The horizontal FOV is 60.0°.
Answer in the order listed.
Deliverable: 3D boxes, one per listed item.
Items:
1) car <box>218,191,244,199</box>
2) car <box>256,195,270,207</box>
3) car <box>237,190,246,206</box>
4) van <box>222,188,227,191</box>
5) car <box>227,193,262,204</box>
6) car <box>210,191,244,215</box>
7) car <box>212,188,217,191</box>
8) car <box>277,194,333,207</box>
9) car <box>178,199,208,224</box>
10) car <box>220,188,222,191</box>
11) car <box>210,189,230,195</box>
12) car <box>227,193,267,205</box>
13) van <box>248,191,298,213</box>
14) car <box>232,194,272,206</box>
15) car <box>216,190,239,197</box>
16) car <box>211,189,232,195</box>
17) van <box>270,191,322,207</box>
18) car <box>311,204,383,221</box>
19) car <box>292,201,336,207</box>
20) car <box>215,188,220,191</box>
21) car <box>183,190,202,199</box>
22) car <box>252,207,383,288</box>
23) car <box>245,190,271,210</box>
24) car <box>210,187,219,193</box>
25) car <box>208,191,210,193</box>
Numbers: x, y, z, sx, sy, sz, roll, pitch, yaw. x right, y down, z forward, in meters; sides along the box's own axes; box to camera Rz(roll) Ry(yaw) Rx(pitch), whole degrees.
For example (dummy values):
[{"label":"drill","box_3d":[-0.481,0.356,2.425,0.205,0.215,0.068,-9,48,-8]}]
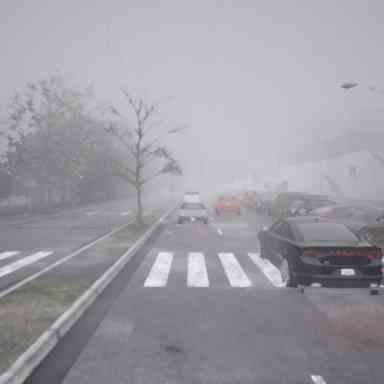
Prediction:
[{"label":"car","box_3d":[7.974,0.565,68.338,4.792,1.488,2.163,1,1,-20]},{"label":"car","box_3d":[8.021,1.274,26.550,4.892,1.521,2.231,1,0,-20]},{"label":"car","box_3d":[8.041,0.925,35.512,5.566,2.045,2.435,1,0,-20]},{"label":"van","box_3d":[7.867,0.602,56.336,4.442,1.987,1.878,1,2,-20]},{"label":"car","box_3d":[8.007,0.982,50.439,4.792,1.488,2.163,1,1,-20]},{"label":"car","box_3d":[3.051,1.061,30.068,2.097,1.767,4.553,0,1,0]},{"label":"car","box_3d":[7.770,0.454,71.240,5.366,1.575,1.946,1,2,-20]},{"label":"car","box_3d":[8.011,1.211,20.575,4.553,1.767,2.185,1,0,-20]},{"label":"car","box_3d":[0.063,1.365,22.817,1.895,1.301,4.718,0,1,0]},{"label":"car","box_3d":[7.938,0.633,59.365,4.553,1.767,2.185,1,1,-20]},{"label":"car","box_3d":[8.073,-0.060,95.223,5.366,1.575,1.946,1,1,-20]},{"label":"car","box_3d":[7.815,0.998,47.369,5.366,1.575,1.946,1,1,-20]},{"label":"van","box_3d":[7.912,0.981,32.469,4.442,1.987,1.878,1,1,-20]},{"label":"car","box_3d":[7.965,1.083,44.443,4.792,1.488,2.163,1,1,-20]},{"label":"car","box_3d":[7.933,0.426,74.289,4.674,1.452,2.002,1,1,-20]},{"label":"car","box_3d":[7.916,0.057,89.191,5.008,1.535,2.097,1,1,-20]},{"label":"van","box_3d":[8.145,1.081,23.609,4.442,1.987,1.878,1,0,-20]},{"label":"car","box_3d":[8.024,1.430,14.586,4.792,1.488,2.163,1,1,-20]},{"label":"car","box_3d":[8.039,1.409,17.604,4.674,1.452,2.002,1,0,-20]},{"label":"car","box_3d":[7.780,0.606,65.276,5.366,1.575,1.946,1,2,-20]},{"label":"car","box_3d":[0.023,0.770,41.224,2.150,2.045,5.566,0,0,0]},{"label":"car","box_3d":[3.090,1.412,9.077,1.882,1.535,5.008,0,1,0]},{"label":"car","box_3d":[8.001,0.989,29.516,5.566,2.045,2.435,1,1,-20]},{"label":"car","box_3d":[7.931,0.183,83.227,4.892,1.521,2.231,1,2,-20]},{"label":"car","box_3d":[7.947,-0.133,86.222,5.566,2.045,2.435,1,1,-20]}]
